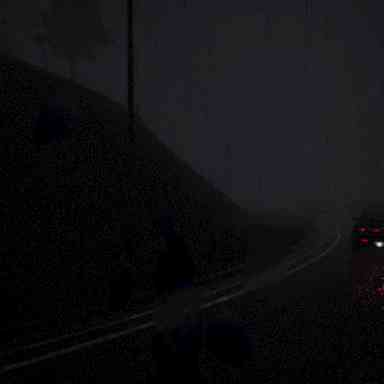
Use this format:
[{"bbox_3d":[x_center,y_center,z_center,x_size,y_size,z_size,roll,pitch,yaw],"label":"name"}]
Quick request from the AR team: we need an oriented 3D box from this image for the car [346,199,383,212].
[{"bbox_3d":[15.473,1.337,29.495,1.882,1.535,5.008,0,0,2],"label":"car"}]

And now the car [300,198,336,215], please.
[{"bbox_3d":[11.999,1.360,31.972,1.882,1.535,5.008,0,0,-1],"label":"car"}]

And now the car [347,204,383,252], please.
[{"bbox_3d":[7.378,1.439,12.923,1.837,1.490,4.892,0,0,31],"label":"car"}]
